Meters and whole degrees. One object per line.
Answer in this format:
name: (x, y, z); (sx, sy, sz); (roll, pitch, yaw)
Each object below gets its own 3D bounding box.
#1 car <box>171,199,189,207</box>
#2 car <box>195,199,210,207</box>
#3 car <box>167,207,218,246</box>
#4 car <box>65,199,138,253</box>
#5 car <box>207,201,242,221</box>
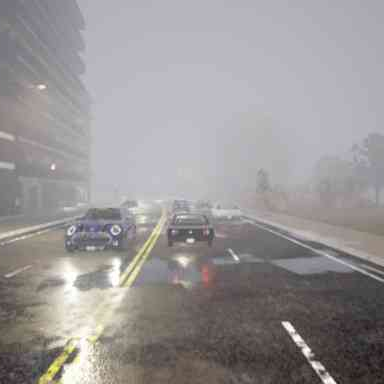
car: (-1.269, 1.530, 36.978); (2.033, 1.411, 5.357); (0, 0, -5)
car: (1.433, 1.569, 42.837); (1.895, 1.301, 4.718); (0, 0, -5)
car: (-0.128, 1.597, 15.168); (1.895, 1.301, 4.718); (0, 0, -2)
car: (-3.572, 1.360, 13.787); (2.097, 1.767, 4.553); (0, 0, -2)
car: (2.624, 1.579, 26.472); (1.895, 1.301, 4.718); (0, 0, -3)
